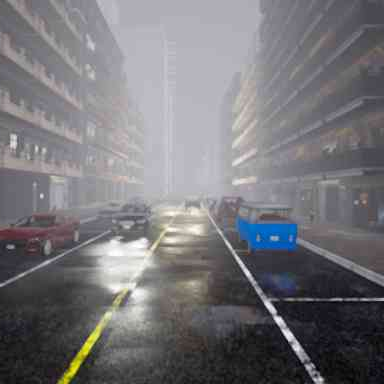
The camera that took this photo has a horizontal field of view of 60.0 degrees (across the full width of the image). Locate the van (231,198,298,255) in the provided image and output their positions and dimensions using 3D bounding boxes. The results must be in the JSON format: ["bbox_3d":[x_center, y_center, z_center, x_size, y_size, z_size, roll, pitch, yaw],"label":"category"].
[{"bbox_3d":[2.693,1.270,12.690,1.690,1.788,3.998,0,0,0],"label":"van"}]

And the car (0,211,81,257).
[{"bbox_3d":[-5.688,1.473,12.689,1.887,1.381,4.507,0,0,0],"label":"car"}]

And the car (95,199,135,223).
[{"bbox_3d":[-5.688,1.417,24.054,2.008,1.369,4.403,0,0,0],"label":"car"}]

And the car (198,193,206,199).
[{"bbox_3d":[2.691,0.988,86.560,1.967,1.590,4.097,0,0,0],"label":"car"}]

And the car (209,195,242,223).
[{"bbox_3d":[2.693,1.182,24.054,2.192,1.841,5.009,0,0,0],"label":"car"}]

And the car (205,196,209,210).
[{"bbox_3d":[2.692,1.372,35.420,1.947,1.339,4.313,0,0,0],"label":"car"}]

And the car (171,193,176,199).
[{"bbox_3d":[-5.689,1.129,86.559,1.802,1.307,4.206,0,0,0],"label":"car"}]

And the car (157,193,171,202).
[{"bbox_3d":[-5.689,1.210,63.830,2.008,1.369,4.403,0,0,0],"label":"car"}]

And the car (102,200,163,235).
[{"bbox_3d":[-3.061,1.392,18.183,2.128,1.511,4.902,0,0,0],"label":"car"}]

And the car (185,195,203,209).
[{"bbox_3d":[0.100,1.376,41.206,1.895,1.301,4.718,0,0,0],"label":"car"}]

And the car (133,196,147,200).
[{"bbox_3d":[-5.688,1.245,35.417,1.967,1.590,4.097,0,0,0],"label":"car"}]

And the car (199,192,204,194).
[{"bbox_3d":[2.692,1.239,58.150,2.008,1.369,4.403,0,0,0],"label":"car"}]

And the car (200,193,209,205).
[{"bbox_3d":[2.692,1.268,52.467,2.008,1.369,4.403,0,0,0],"label":"car"}]

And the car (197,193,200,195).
[{"bbox_3d":[0.100,1.293,57.263,1.895,1.301,4.718,0,0,0],"label":"car"}]
